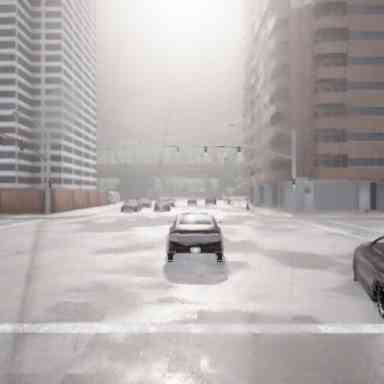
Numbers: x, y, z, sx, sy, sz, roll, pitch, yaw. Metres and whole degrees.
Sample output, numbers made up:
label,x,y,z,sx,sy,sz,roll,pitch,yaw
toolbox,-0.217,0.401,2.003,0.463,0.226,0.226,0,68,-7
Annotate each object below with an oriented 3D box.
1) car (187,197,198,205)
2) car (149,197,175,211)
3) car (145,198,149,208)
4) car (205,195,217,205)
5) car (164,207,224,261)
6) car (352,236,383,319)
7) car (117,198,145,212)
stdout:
label,x,y,z,sx,sy,sz,roll,pitch,yaw
car,0.015,1.631,61.158,2.033,1.411,5.357,0,0,0
car,-3.579,1.547,40.965,2.128,1.511,4.902,0,0,0
car,-7.043,1.593,49.089,1.812,1.442,4.674,0,0,1
car,3.515,1.437,62.698,2.097,1.767,4.553,0,0,0
car,0.102,1.508,12.290,2.128,1.511,4.902,0,0,0
car,4.700,1.574,7.009,1.994,1.385,4.181,0,0,18
car,-7.087,1.579,39.176,1.812,1.442,4.674,0,0,1
